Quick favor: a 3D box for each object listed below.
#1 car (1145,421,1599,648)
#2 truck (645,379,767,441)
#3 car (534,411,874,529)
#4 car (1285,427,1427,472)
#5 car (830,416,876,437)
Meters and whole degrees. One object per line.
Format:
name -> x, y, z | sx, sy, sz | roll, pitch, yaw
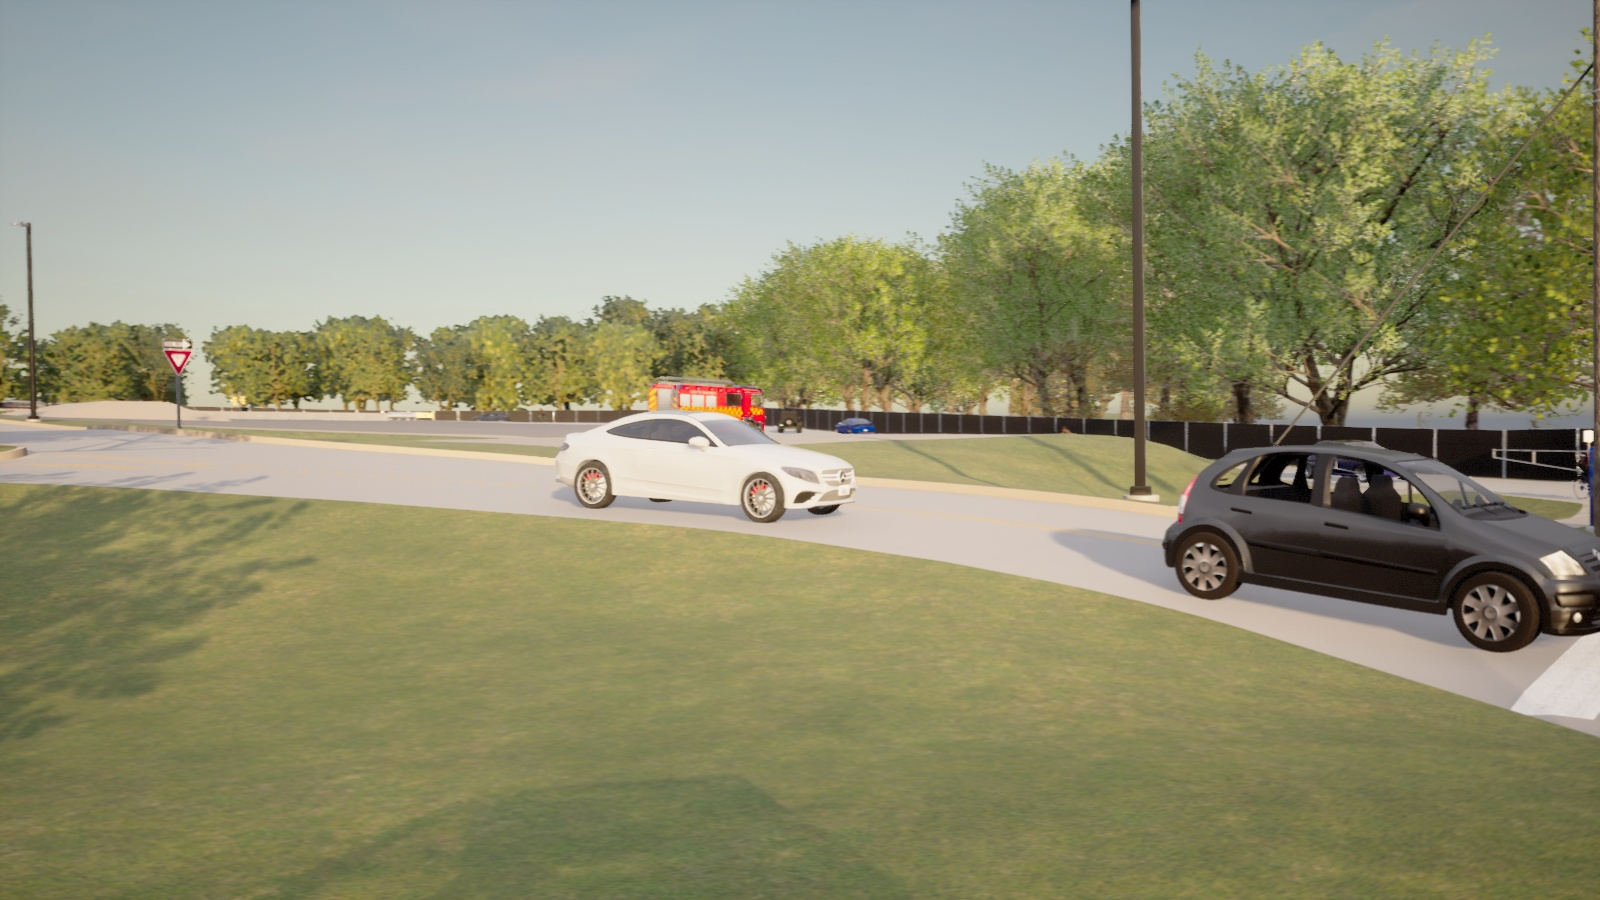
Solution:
car -> 5.655, 0.638, 12.217 | 1.851, 1.617, 3.988 | -3, 6, -43
truck -> -6.091, -2.588, 82.745 | 2.891, 3.827, 8.468 | 3, 2, 39
car -> -1.442, 0.202, 18.206 | 4.674, 1.442, 1.812 | 2, 3, 29
car -> 20.156, -0.066, 45.816 | 2.163, 1.488, 4.792 | -2, 2, -15
car -> 4.085, -1.857, 97.969 | 1.882, 1.535, 5.008 | -2, 3, -18
